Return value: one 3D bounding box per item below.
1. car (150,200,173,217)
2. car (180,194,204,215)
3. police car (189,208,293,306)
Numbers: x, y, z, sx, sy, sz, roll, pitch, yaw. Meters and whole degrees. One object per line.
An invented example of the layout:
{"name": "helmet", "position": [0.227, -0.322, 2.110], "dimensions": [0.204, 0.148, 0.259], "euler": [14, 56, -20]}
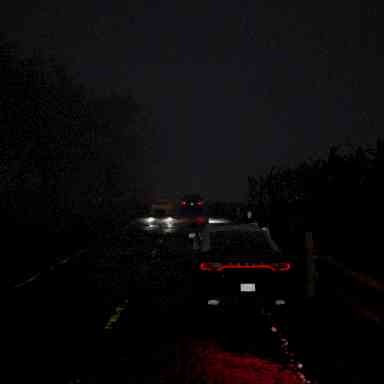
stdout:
{"name": "car", "position": [-2.799, 1.472, 31.315], "dimensions": [1.882, 1.535, 5.008], "euler": [0, 0, 0]}
{"name": "car", "position": [0.011, 1.216, 33.869], "dimensions": [2.150, 2.045, 5.566], "euler": [0, 0, 0]}
{"name": "police car", "position": [0.949, 1.423, 8.251], "dimensions": [1.930, 1.638, 5.238], "euler": [0, 0, 0]}
